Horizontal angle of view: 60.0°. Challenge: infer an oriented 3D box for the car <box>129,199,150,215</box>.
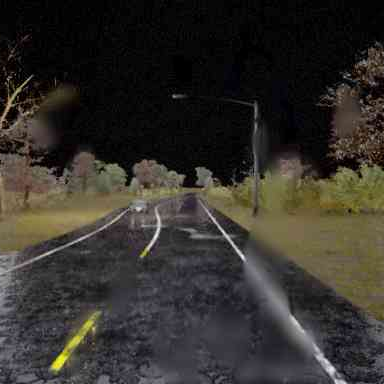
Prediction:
[{"bbox_3d":[-5.379,1.471,34.133,2.128,1.511,4.902,0,0,-7],"label":"car"}]
